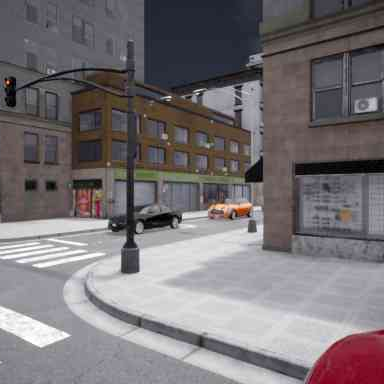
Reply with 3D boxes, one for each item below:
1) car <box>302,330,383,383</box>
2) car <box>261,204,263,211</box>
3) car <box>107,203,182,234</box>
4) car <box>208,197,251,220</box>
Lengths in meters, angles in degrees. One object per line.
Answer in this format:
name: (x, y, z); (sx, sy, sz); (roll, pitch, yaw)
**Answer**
car: (2.745, 1.315, 0.843); (5.009, 1.841, 2.192); (0, 0, 36)
car: (9.034, 1.447, 35.199); (1.895, 1.301, 4.718); (0, 0, 36)
car: (-2.549, 1.408, 18.989); (1.882, 1.535, 5.008); (0, 0, 34)
car: (3.154, 1.240, 26.976); (2.097, 1.767, 4.553); (0, 0, 35)
